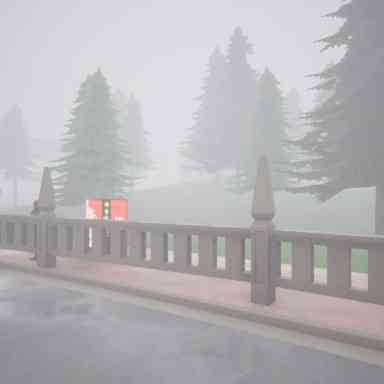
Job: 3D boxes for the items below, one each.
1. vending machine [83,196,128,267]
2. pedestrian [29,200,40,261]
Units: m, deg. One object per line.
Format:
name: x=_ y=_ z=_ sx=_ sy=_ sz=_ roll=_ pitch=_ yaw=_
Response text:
vending machine: x=-2.763 y=1.195 z=10.700 sx=0.880 sy=2.100 sz=1.100 roll=0 pitch=0 yaw=30
pedestrian: x=-4.734 y=1.142 z=10.125 sx=0.375 sy=1.860 sz=0.375 roll=0 pitch=0 yaw=30
